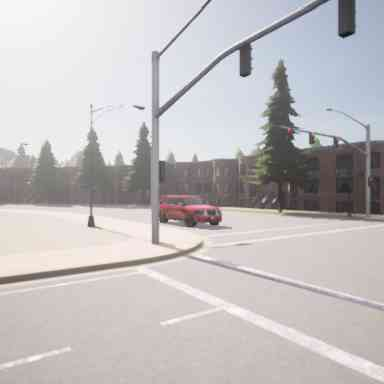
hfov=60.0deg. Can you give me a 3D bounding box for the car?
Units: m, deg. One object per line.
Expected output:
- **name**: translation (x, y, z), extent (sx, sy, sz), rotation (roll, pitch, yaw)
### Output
- **car**: translation (-0.319, 1.244, 22.879), extent (2.150, 2.045, 5.566), rotation (0, 1, -36)
